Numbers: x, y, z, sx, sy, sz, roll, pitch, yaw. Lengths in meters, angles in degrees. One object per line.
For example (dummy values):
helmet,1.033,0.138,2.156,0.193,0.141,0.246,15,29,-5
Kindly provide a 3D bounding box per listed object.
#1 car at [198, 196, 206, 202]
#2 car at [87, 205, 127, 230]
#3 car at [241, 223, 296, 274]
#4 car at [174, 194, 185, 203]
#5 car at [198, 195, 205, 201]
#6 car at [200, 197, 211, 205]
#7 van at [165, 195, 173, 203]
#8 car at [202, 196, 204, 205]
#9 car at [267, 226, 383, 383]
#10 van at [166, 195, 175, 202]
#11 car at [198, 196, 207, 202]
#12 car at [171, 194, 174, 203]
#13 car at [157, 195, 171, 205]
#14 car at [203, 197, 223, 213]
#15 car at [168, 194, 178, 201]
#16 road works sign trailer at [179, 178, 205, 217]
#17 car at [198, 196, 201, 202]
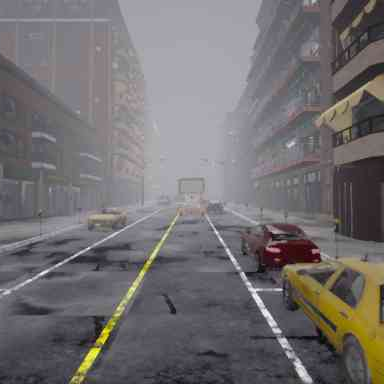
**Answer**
car,2.583,1.783,87.645,1.887,1.381,4.507,1,0,0
car,-5.294,1.545,21.177,1.752,1.417,4.829,2,0,0
car,2.584,1.589,10.219,1.802,1.307,4.206,1,0,0
car,-2.751,1.365,75.964,2.150,2.045,5.566,0,0,0
car,2.593,1.707,93.177,1.967,1.590,4.097,1,0,0
car,2.583,1.692,65.523,2.008,1.369,4.403,1,0,0
van,-5.291,1.527,76.645,1.690,1.788,3.998,2,0,0
car,2.585,1.593,43.571,1.752,1.417,4.829,1,0,0
car,2.586,1.528,4.860,1.752,1.417,4.829,2,0,0
van,-5.292,1.553,82.177,1.690,1.788,3.998,1,0,0
car,2.583,1.756,82.115,1.887,1.381,4.507,1,0,0
car,-5.290,1.456,65.587,2.192,1.841,5.009,2,0,0
car,-5.296,1.646,59.884,1.752,1.417,4.829,2,0,0
car,2.584,1.598,37.869,1.887,1.381,4.507,1,0,0
car,-5.292,1.582,93.238,2.192,1.841,5.009,1,0,0
road works sign trailer,-0.021,0.490,31.539,2.380,3.560,2.880,-1,0,0
car,2.584,1.666,59.991,1.887,1.381,4.507,1,0,0
